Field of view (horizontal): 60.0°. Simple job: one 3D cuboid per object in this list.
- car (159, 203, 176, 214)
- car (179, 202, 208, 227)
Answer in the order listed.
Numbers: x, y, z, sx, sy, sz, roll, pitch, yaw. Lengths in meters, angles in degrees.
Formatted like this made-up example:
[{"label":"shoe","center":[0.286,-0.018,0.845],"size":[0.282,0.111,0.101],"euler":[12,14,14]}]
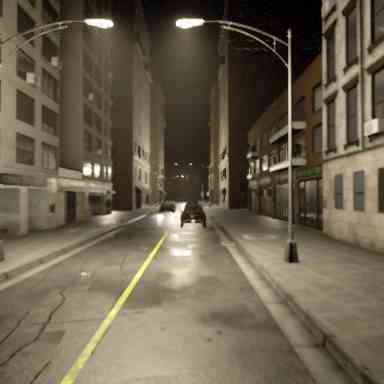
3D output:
[{"label":"car","center":[-3.035,1.985,41.440],"size":[1.895,1.301,4.718],"euler":[0,-1,1]},{"label":"car","center":[0.098,1.740,24.838],"size":[1.837,1.490,4.892],"euler":[0,-1,0]}]
